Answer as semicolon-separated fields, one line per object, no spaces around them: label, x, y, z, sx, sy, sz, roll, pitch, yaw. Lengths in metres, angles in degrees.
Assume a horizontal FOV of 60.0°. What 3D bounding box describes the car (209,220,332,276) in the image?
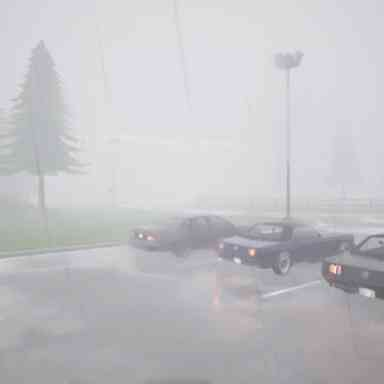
car;3.060;1.586;10.344;4.718;1.301;1.895;0;0;-35

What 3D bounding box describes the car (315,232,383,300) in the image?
car;5.080;1.586;7.485;4.718;1.301;1.895;0;0;-35

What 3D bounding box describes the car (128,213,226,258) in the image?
car;0.315;1.534;12.695;5.357;1.411;2.033;0;0;-35
